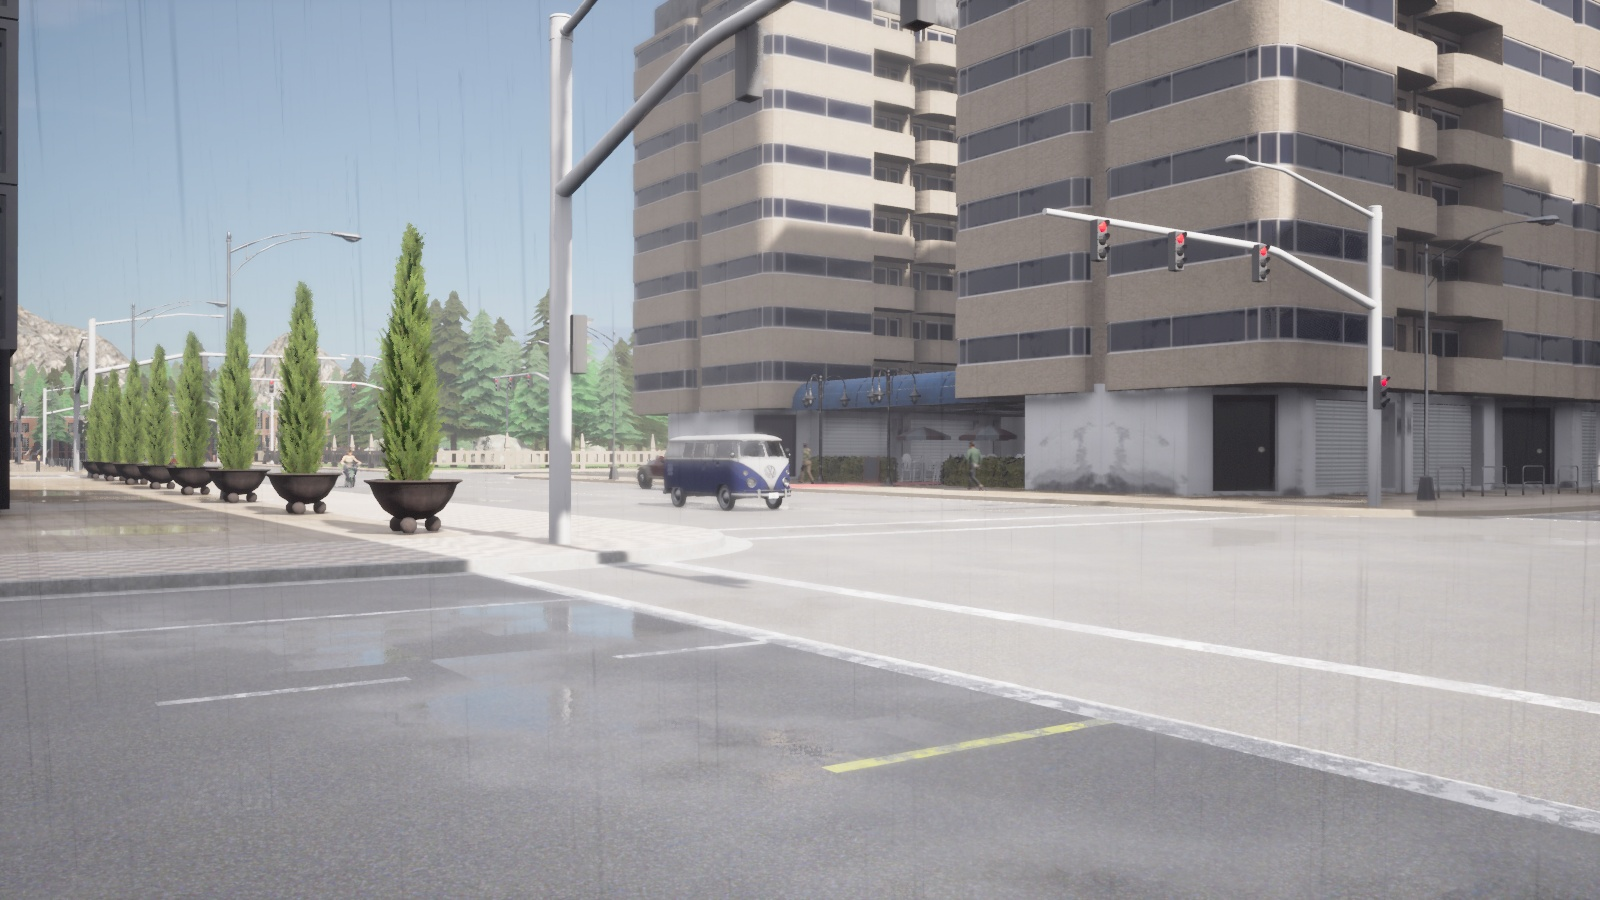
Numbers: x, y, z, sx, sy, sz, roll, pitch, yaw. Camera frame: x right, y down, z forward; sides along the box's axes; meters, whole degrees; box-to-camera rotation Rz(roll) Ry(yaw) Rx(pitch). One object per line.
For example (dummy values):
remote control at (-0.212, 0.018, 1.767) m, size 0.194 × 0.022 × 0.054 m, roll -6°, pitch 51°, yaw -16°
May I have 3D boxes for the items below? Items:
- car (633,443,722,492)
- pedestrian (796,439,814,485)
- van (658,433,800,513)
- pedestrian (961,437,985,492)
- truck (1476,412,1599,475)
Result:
car at (-4.944, 0.674, 50.396) m, size 1.905 × 1.878 × 3.866 m, roll 0°, pitch 0°, yaw -35°
pedestrian at (0.208, 0.520, 53.378) m, size 0.395 × 1.930 × 0.692 m, roll 0°, pitch 0°, yaw -36°
van at (-1.986, 0.584, 33.753) m, size 1.775 × 1.987 × 4.442 m, roll 0°, pitch 0°, yaw -35°
pedestrian at (6.181, 0.500, 44.879) m, size 0.423 × 1.949 × 0.788 m, roll 0°, pitch 0°, yaw -37°
truck at (47.743, -0.383, 79.348) m, size 2.891 × 3.827 × 8.468 m, roll 0°, pitch 0°, yaw -34°
